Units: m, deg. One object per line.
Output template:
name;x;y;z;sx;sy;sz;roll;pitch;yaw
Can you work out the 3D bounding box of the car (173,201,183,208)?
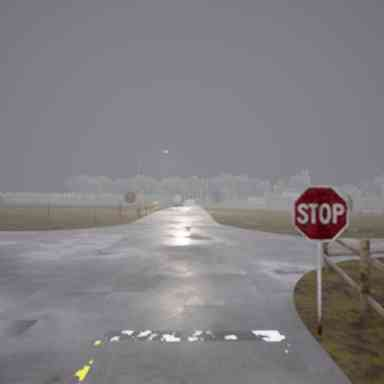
car;-2.723;2.445;65.969;1.994;1.385;4.181;0;-2;0
